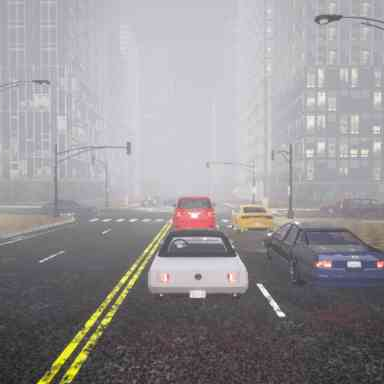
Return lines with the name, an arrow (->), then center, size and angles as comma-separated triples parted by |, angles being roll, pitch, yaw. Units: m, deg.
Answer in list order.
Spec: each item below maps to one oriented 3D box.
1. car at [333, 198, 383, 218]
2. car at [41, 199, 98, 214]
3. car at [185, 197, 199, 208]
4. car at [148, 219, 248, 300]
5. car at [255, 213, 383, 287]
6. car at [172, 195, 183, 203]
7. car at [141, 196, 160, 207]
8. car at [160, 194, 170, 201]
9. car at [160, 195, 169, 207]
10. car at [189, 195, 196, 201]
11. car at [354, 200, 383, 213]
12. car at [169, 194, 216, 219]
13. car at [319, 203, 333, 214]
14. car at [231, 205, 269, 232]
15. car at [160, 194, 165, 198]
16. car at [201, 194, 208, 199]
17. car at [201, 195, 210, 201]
car -> 16.233, 1.519, 30.793 | 5.009, 1.841, 2.192 | 1, 0, 1
car -> -12.458, 1.453, 33.857 | 5.357, 1.411, 2.033 | 1, 1, 1
car -> 0.081, 1.497, 47.612 | 1.812, 1.442, 4.674 | 0, 0, 3
car -> 0.110, 1.597, 8.361 | 1.895, 1.301, 4.718 | 0, 0, 0
car -> 3.365, 1.543, 9.388 | 2.033, 1.411, 5.357 | 0, 0, 0
car -> -3.177, 1.465, 71.558 | 2.128, 1.511, 4.902 | 0, 0, 0
car -> -6.542, 1.457, 50.776 | 2.128, 1.511, 4.902 | 0, 0, 0
car -> -6.418, 1.282, 80.650 | 2.097, 1.767, 4.553 | 0, 0, 0
car -> -3.287, 1.528, 51.209 | 1.994, 1.385, 4.181 | 0, 0, 0
car -> 0.086, 1.442, 83.265 | 1.812, 1.442, 4.674 | 0, 0, 0
car -> 21.850, 1.642, 39.074 | 4.829, 1.417, 1.752 | 1, 0, 1
car -> 0.119, 1.212, 18.120 | 2.150, 2.045, 5.566 | 0, 0, 0
car -> 16.558, 1.590, 36.572 | 5.008, 1.535, 1.882 | 1, 1, 1
car -> 3.374, 1.468, 19.206 | 1.882, 1.535, 5.008 | 0, 0, 1
car -> -6.492, 1.432, 60.449 | 1.882, 1.535, 5.008 | 0, 0, -1
car -> 3.345, 1.266, 92.013 | 1.812, 1.442, 4.674 | 0, 0, 0
car -> 3.335, 1.457, 81.595 | 2.033, 1.411, 5.357 | 0, 0, 0
